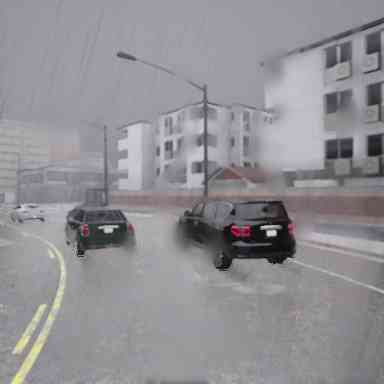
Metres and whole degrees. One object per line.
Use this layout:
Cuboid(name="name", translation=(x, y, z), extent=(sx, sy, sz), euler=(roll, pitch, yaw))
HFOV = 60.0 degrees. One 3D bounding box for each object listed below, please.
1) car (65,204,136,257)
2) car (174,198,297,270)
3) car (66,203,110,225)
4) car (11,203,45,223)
Cuboid(name="car", translation=(-3.885, 1.388, 13.599), extent=(2.097, 1.767, 4.553), euler=(-1, 0, -27))
Cuboid(name="car", translation=(1.143, 1.212, 11.313), extent=(2.150, 2.045, 5.566), euler=(0, 0, -21))
Cuboid(name="car", translation=(-8.191, 1.639, 25.916), extent=(1.994, 1.385, 4.181), euler=(0, 0, -37))
Cuboid(name="car", translation=(-13.198, 1.644, 26.734), extent=(1.812, 1.442, 4.674), euler=(0, 0, -38))
